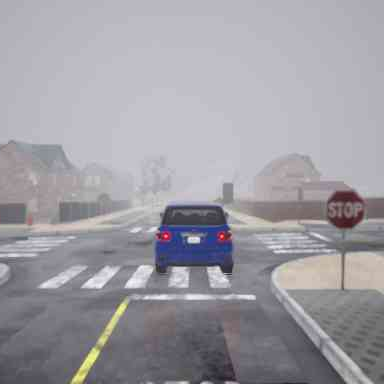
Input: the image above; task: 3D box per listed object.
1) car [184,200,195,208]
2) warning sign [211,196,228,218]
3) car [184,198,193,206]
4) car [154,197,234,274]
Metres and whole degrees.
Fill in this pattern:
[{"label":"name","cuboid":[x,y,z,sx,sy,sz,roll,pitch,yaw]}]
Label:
[{"label":"car","cuboid":[-0.504,2.122,58.865,1.895,1.301,4.718,0,-1,0]},{"label":"warning sign","cuboid":[2.410,1.318,29.353,1.300,1.860,1.060,2,1,-1]},{"label":"car","cuboid":[-0.716,2.101,68.970,1.837,1.490,4.892,0,-1,-2]},{"label":"car","cuboid":[0.067,1.288,10.910,2.150,2.045,5.566,0,0,0]}]
